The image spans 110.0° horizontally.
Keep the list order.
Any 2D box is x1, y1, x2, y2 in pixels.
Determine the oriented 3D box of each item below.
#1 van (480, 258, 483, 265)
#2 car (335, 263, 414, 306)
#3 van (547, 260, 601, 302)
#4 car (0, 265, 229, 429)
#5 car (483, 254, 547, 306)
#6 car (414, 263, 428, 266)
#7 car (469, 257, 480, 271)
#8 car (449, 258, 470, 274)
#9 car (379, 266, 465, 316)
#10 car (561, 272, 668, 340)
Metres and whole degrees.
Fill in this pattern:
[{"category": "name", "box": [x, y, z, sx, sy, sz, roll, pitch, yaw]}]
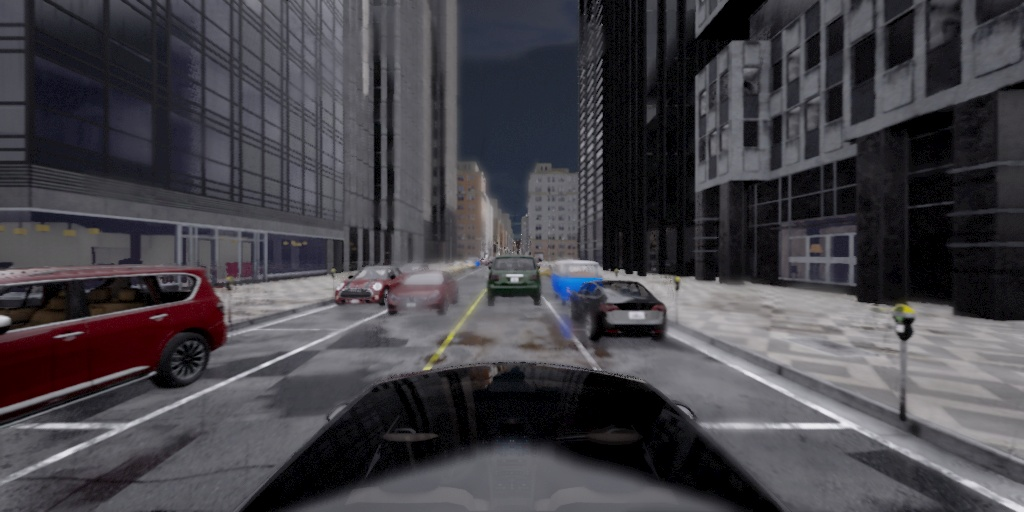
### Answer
[{"category": "van", "box": [-5.866, 1.054, 54.870, 1.690, 1.789, 3.998, 0, 0, 0]}, {"category": "car", "box": [-5.860, 1.166, 15.391, 1.967, 1.591, 4.097, 0, 0, 0]}, {"category": "van", "box": [2.665, 1.066, 15.377, 1.690, 1.789, 3.998, 0, 0, 0]}, {"category": "car", "box": [-5.858, 1.060, 4.112, 2.192, 1.841, 5.009, 0, 0, 0]}, {"category": "car", "box": [0.095, 0.949, 15.877, 2.150, 2.045, 5.566, 0, 0, 0]}, {"category": "car", "box": [-5.861, 1.160, 21.030, 1.967, 1.591, 4.097, 0, 0, 0]}, {"category": "car", "box": [-5.865, 1.242, 49.058, 1.751, 1.417, 4.829, 0, 0, 0]}, {"category": "car", "box": [-5.867, 1.243, 37.742, 1.751, 1.417, 4.829, 0, 0, 1]}, {"category": "car", "box": [-3.096, 1.254, 13.366, 1.812, 1.442, 4.674, 0, 0, 0]}, {"category": "car", "box": [2.666, 1.299, 9.738, 1.948, 1.339, 4.313, 0, 0, 0]}]
